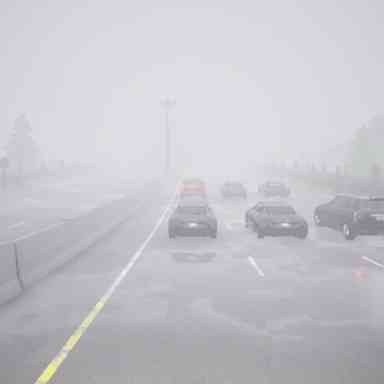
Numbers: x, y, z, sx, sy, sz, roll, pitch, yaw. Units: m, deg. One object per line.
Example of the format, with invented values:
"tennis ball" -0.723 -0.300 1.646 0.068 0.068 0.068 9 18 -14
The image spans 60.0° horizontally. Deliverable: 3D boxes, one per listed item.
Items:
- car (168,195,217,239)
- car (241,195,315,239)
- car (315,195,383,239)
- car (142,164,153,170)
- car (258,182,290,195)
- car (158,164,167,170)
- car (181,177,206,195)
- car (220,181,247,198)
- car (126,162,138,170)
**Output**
"car" 0.040 1.086 14.609 1.994 1.385 4.181 0 4 0
"car" 3.540 1.086 14.589 1.994 1.385 4.181 0 4 0
"car" 7.040 0.880 14.528 2.097 1.767 4.553 0 4 0
"car" -10.118 -5.727 76.036 1.994 1.385 4.181 0 7 0
"car" 7.121 -0.267 29.459 1.895 1.301 4.718 0 6 0
"car" -6.619 -5.755 76.013 1.812 1.442 4.674 0 7 0
"car" 0.123 -0.524 29.547 2.097 1.767 4.553 0 6 0
"car" 3.622 -0.307 29.444 1.994 1.385 4.181 0 6 0
"car" -13.618 -5.926 76.063 2.097 1.767 4.553 0 7 0
